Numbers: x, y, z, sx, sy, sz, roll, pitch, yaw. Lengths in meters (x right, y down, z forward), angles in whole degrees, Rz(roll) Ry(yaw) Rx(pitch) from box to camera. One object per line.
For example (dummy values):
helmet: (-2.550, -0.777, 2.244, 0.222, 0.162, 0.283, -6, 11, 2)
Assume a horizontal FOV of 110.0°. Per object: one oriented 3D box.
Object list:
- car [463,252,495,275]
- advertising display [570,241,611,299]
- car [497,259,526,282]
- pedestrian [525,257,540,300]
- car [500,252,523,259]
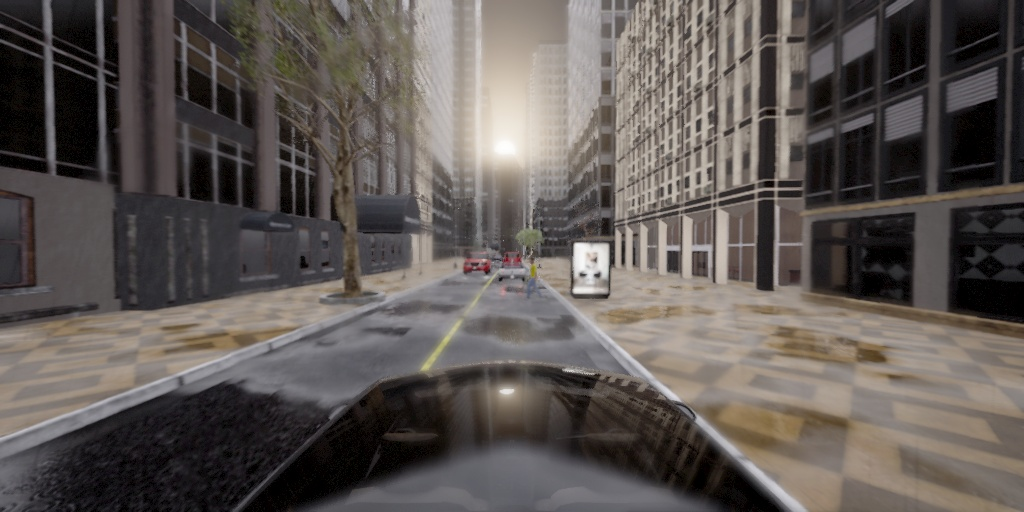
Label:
car: (-3.067, 0.636, 32.708, 2.150, 2.045, 5.566, 0, 0, 0)
advertising display: (3.134, 0.634, 14.387, 1.540, 2.440, 0.280, 0, 0, 0)
car: (0.020, 1.085, 25.924, 1.895, 1.301, 4.718, 0, 1, 0)
pedestrian: (0.862, 0.896, 14.972, 0.375, 1.860, 0.375, -1, 1, -1)
car: (0.058, 0.543, 41.733, 2.150, 2.045, 5.566, 0, 1, 0)
